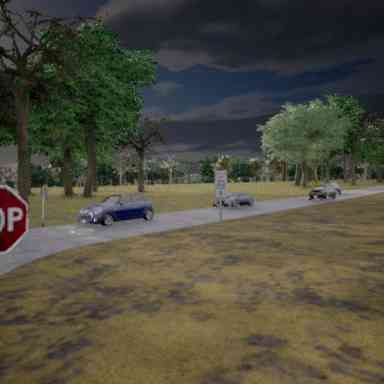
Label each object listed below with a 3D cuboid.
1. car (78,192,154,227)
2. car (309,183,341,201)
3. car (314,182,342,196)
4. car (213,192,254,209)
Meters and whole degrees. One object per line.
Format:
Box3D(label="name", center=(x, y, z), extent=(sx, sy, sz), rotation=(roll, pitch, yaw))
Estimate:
Box3D(label="car", center=(-4.429, 0.940, 19.706), extent=(2.097, 1.767, 4.553), rotation=(0, 2, 40))
Box3D(label="car", center=(14.603, 0.119, 36.854), extent=(1.837, 1.490, 4.892), rotation=(0, 3, 42))
Box3D(label="car", center=(18.856, -0.467, 45.979), extent=(2.097, 1.767, 4.553), rotation=(0, 3, 42))
Box3D(label="car", center=(3.658, 0.689, 28.937), extent=(1.994, 1.385, 4.181), rotation=(0, 3, 42))
